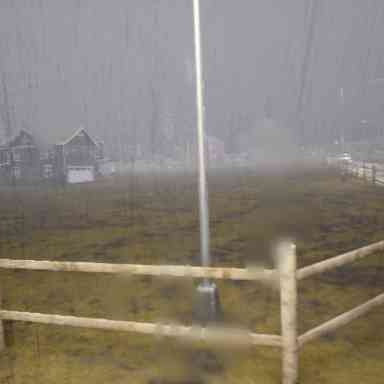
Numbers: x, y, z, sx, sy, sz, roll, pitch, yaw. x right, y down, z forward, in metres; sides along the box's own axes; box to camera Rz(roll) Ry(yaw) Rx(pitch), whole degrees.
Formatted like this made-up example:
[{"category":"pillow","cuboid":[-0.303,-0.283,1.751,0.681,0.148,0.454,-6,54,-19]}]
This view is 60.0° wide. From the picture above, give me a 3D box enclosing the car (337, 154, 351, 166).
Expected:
[{"category":"car","cuboid":[28.437,-6.067,62.362,2.150,2.045,5.566,-2,6,19]}]
